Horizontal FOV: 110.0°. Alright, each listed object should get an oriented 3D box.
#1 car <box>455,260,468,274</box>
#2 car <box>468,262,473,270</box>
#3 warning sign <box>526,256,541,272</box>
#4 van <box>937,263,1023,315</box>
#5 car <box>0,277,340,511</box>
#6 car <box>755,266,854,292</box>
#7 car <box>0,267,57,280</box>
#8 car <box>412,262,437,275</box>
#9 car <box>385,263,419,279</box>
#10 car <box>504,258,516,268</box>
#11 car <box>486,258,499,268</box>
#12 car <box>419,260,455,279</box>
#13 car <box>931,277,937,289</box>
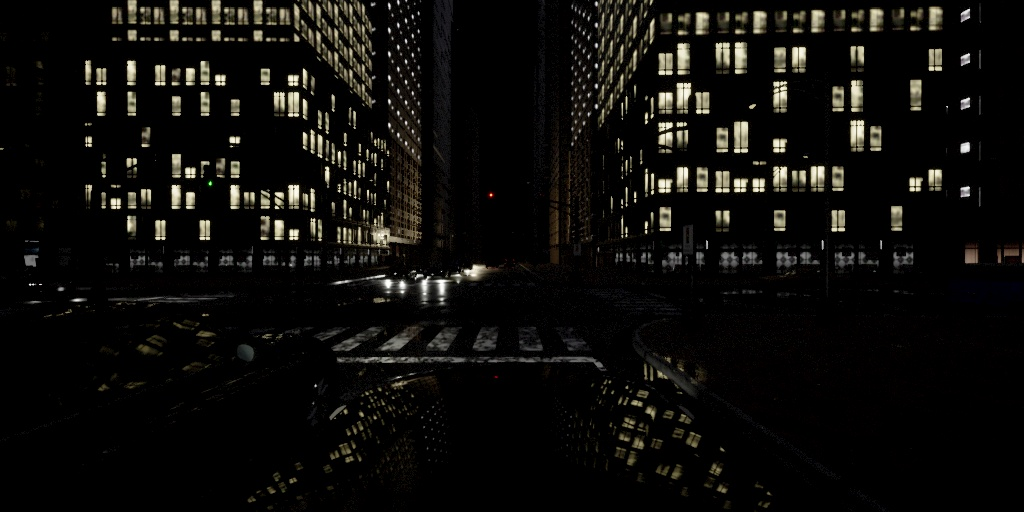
[{"bbox_3d":[-6.862,1.277,42.837,1.882,1.535,5.008,0,0,0],"label":"car"},{"bbox_3d":[-6.913,1.390,52.816,1.994,1.385,4.181,0,0,0],"label":"car"},{"bbox_3d":[2.600,0.910,40.844,1.300,1.860,1.060,0,0,0],"label":"warning sign"},{"bbox_3d":[18.289,1.119,12.786,3.998,1.789,1.690,0,0,2],"label":"van"},{"bbox_3d":[-3.155,1.102,2.569,2.097,1.767,4.553,0,0,0],"label":"car"},{"bbox_3d":[16.966,1.293,20.949,4.829,1.417,1.751,0,0,2],"label":"car"},{"bbox_3d":[-23.088,1.250,16.399,4.902,1.511,2.128,0,0,0],"label":"car"},{"bbox_3d":[-10.098,1.361,41.716,1.994,1.385,4.181,0,0,0],"label":"car"},{"bbox_3d":[-10.049,1.343,32.807,1.994,1.385,4.181,0,0,0],"label":"car"},{"bbox_3d":[-0.397,1.426,63.840,1.994,1.385,4.181,0,0,0],"label":"car"},{"bbox_3d":[-3.541,1.214,63.660,2.097,1.767,4.553,0,0,-1],"label":"car"},{"bbox_3d":[-6.798,1.305,32.963,1.812,1.442,4.674,0,0,0],"label":"car"},{"bbox_3d":[26.803,1.357,20.528,4.207,1.307,1.802,0,0,2],"label":"car"}]
